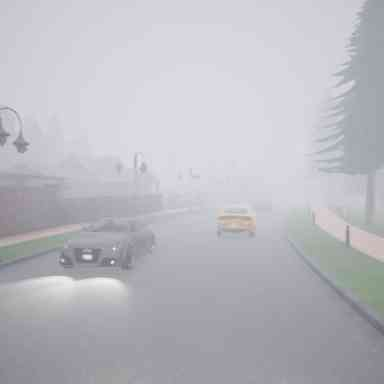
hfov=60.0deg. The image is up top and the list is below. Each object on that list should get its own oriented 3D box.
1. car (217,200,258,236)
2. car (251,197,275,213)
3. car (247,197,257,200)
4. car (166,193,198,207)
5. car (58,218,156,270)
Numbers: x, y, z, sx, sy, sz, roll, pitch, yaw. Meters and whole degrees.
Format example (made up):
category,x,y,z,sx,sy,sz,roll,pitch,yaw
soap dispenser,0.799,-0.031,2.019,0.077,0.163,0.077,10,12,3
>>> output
category,x,y,z,sx,sy,sz,roll,pitch,yaw
car,2.540,1.464,18.465,1.882,1.535,5.008,0,0,12
car,7.994,1.578,36.589,1.895,1.301,4.718,0,0,19
car,9.996,1.519,53.599,1.837,1.490,4.892,0,0,19
car,-1.700,1.132,47.024,3.866,1.878,1.905,0,0,19
car,-2.544,1.551,10.900,1.994,1.385,4.181,0,0,8
